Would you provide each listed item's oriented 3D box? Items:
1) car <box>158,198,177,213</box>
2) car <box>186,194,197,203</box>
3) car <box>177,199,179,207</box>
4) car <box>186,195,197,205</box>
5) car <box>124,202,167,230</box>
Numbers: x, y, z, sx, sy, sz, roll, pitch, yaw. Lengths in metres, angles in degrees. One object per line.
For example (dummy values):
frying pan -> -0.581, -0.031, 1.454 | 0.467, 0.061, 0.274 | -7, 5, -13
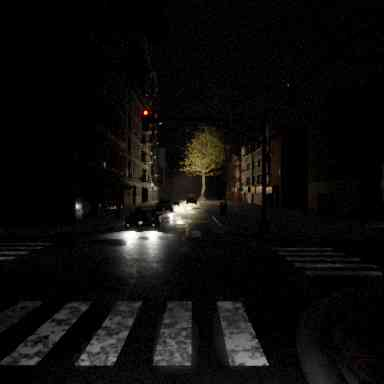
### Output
car -> -2.940, 1.487, 36.513 | 1.837, 1.490, 4.892 | 0, -1, 0
car -> -0.077, 1.329, 69.338 | 2.097, 1.767, 4.553 | 0, 0, 0
car -> -2.958, 1.539, 50.799 | 1.994, 1.385, 4.181 | 0, 0, 0
car -> -0.052, 1.454, 59.363 | 1.882, 1.535, 5.008 | 0, 0, 0
car -> -2.903, 1.553, 20.751 | 1.994, 1.385, 4.181 | 0, 0, 0
